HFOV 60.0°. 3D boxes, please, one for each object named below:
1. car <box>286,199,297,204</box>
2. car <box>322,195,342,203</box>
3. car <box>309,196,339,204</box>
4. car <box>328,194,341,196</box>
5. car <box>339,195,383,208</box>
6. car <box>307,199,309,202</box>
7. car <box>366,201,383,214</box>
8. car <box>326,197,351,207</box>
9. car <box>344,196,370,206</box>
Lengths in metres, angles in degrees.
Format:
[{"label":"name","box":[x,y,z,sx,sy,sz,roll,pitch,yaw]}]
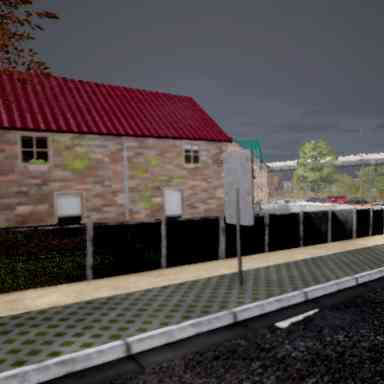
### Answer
[{"label":"car","box":[18.658,2.000,61.954,1.895,1.301,4.718,-2,0,0]},{"label":"car","box":[28.445,1.487,67.731,1.837,1.490,4.892,-2,0,0]},{"label":"car","box":[18.434,1.782,45.760,2.128,1.511,4.902,-2,0,1]},{"label":"car","box":[21.732,1.417,49.206,2.150,2.045,5.566,-2,0,1]},{"label":"car","box":[18.332,1.583,36.224,2.097,1.767,4.553,-2,0,1]},{"label":"car","box":[25.198,1.641,67.758,2.033,1.411,5.357,-2,0,0]},{"label":"car","box":[21.600,1.723,37.009,1.895,1.301,4.718,-2,0,1]},{"label":"car","box":[25.112,1.627,57.337,2.128,1.511,4.902,-2,0,0]},{"label":"car","box":[28.358,1.513,57.304,2.128,1.511,4.902,-2,0,0]}]
